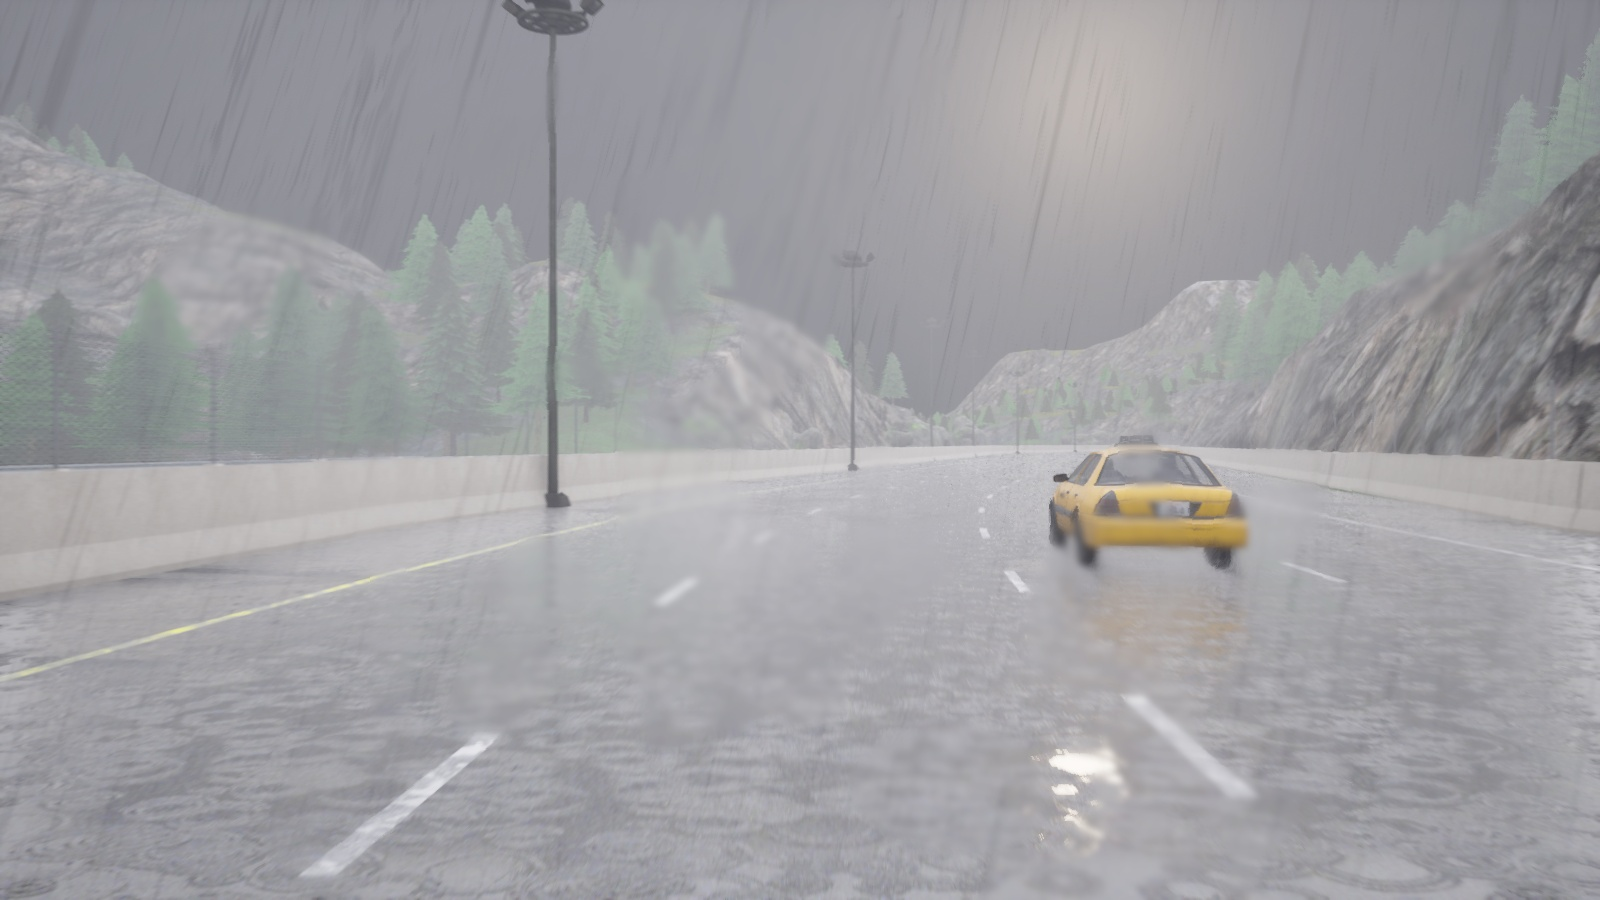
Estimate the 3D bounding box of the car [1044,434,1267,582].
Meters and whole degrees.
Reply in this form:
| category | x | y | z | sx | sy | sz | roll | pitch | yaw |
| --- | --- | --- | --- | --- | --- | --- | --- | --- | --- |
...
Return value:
| category | x | y | z | sx | sy | sz | roll | pitch | yaw |
| --- | --- | --- | --- | --- | --- | --- | --- | --- | --- |
| car | 4.327 | 0.608 | 16.157 | 1.801 | 1.575 | 5.366 | 0 | 0 | 5 |
